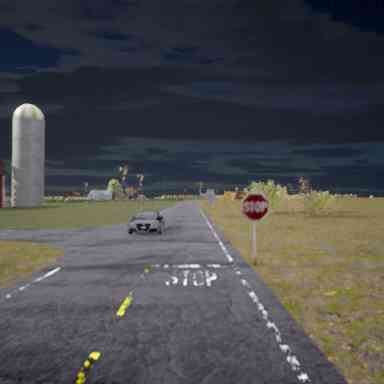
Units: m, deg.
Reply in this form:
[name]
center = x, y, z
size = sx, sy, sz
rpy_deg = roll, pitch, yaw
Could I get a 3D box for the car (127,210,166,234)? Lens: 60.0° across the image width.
[car]
center = -2.749, 1.846, 20.802
size = 1.994, 1.385, 4.181
rpy_deg = 0, -1, 0
